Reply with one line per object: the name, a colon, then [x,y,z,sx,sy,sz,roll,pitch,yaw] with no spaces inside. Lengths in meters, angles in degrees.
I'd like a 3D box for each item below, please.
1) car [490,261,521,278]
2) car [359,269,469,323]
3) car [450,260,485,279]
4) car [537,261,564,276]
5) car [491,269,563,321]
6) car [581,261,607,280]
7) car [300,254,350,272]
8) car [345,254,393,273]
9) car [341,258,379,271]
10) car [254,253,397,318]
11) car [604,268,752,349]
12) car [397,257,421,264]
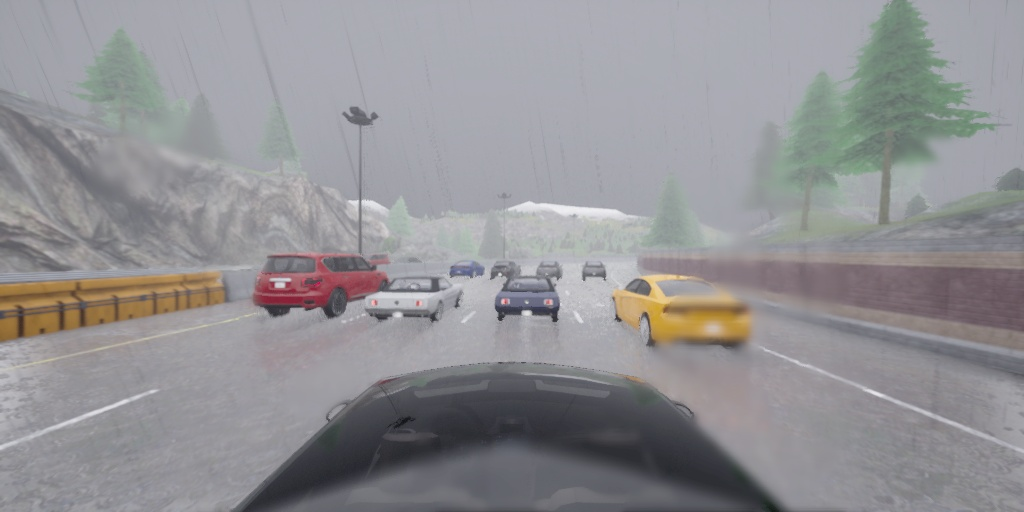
car: [-0.439,1.141,29.383,1.837,1.490,4.892,0,0,11]
car: [-2.936,1.301,11.950,1.895,1.301,4.718,0,0,4]
car: [-3.720,1.098,30.773,1.882,1.535,5.008,0,0,12]
car: [3.131,1.138,29.364,2.128,1.511,4.902,0,0,12]
car: [0.603,1.309,12.298,1.895,1.301,4.718,0,0,5]
car: [6.728,1.148,29.438,2.128,1.511,4.902,0,0,12]
car: [-22.476,0.736,43.426,2.150,2.045,5.566,0,0,15]
car: [-16.026,0.765,40.466,2.150,2.045,5.566,0,0,15]
car: [-18.610,1.048,44.178,1.812,1.442,4.674,0,0,16]
car: [-6.369,0.908,12.853,2.150,2.045,5.566,0,0,5]
car: [3.898,1.208,9.165,1.882,1.535,5.008,0,0,3]
car: [-12.228,0.906,41.023,2.097,1.767,4.553,0,0,16]
